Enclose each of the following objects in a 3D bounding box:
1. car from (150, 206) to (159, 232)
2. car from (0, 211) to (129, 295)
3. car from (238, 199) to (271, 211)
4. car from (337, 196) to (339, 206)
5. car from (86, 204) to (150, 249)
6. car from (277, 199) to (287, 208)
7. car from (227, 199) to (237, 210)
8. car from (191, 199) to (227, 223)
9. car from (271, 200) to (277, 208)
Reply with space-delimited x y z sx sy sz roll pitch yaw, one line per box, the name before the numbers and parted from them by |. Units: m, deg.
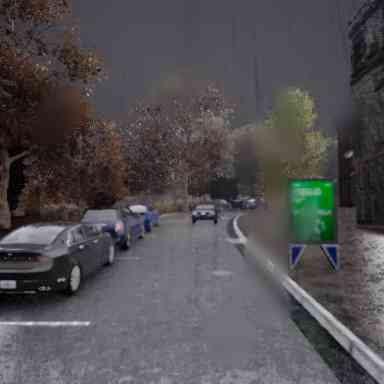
car | -3.175 1.475 20.157 2.097 1.535 5.008 0 0 2
car | -3.410 1.489 8.746 2.231 1.521 4.892 0 0 2
car | 7.907 1.557 41.742 1.812 1.442 4.674 -3 -2 32
car | 29.393 1.718 63.050 5.566 2.045 2.435 -1 -4 -20
car | -3.412 1.355 14.455 2.185 1.767 4.553 -1 0 2
car | 14.453 1.929 54.705 5.008 1.535 2.097 1 -4 -40
car | 3.384 1.632 41.710 2.231 1.521 4.892 -2 -1 29
car | 1.174 1.487 24.773 2.033 1.411 5.357 -1 0 10
car | 10.345 1.818 50.908 2.231 1.521 4.892 -4 -4 42
